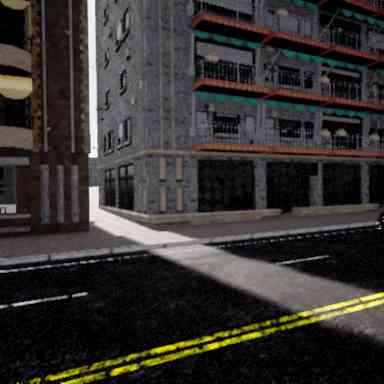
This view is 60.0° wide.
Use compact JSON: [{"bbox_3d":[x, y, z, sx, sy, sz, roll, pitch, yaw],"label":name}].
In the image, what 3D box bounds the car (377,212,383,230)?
[{"bbox_3d":[10.735,1.026,15.409,4.892,1.490,1.837,-2,1,-26],"label":"car"}]
